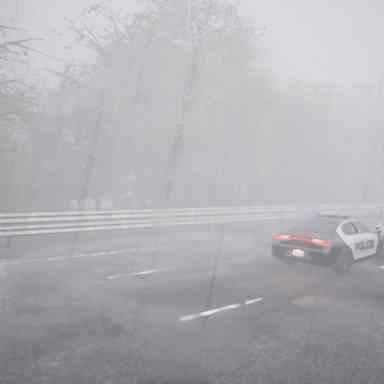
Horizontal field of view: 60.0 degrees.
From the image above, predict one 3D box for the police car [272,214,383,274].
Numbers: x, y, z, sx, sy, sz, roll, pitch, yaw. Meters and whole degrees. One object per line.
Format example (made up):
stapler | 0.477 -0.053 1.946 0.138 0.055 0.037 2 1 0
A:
police car | 4.838 1.541 10.967 4.974 1.542 2.038 0 1 -41
